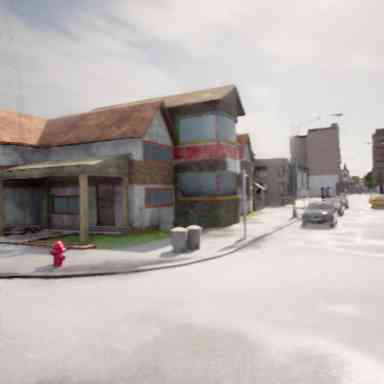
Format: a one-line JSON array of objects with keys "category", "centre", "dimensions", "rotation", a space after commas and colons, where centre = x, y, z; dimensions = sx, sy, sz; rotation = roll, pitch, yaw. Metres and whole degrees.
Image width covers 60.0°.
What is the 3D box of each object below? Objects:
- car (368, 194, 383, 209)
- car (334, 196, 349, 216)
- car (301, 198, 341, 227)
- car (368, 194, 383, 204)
[{"category": "car", "centre": [21.790, 1.074, 38.565], "dimensions": [1.882, 1.535, 5.008], "rotation": [-1, 0, 27]}, {"category": "car", "centre": [12.739, 1.324, 30.130], "dimensions": [2.033, 1.411, 5.357], "rotation": [-1, 0, 27]}, {"category": "car", "centre": [8.278, 1.363, 21.461], "dimensions": [1.837, 1.490, 4.892], "rotation": [-1, 0, 27]}, {"category": "car", "centre": [27.576, 1.017, 49.967], "dimensions": [1.812, 1.442, 4.674], "rotation": [-1, 0, 27]}]
